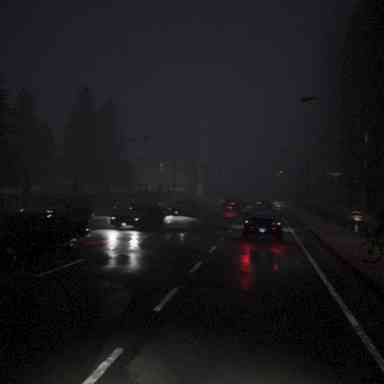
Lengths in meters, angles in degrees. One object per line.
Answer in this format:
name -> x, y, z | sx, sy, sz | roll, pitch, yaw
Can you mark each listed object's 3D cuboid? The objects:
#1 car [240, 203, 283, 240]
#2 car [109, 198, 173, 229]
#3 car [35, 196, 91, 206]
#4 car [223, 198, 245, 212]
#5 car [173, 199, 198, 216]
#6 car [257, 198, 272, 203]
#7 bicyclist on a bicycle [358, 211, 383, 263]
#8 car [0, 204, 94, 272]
car -> 3.682, 1.532, 17.222 | 1.812, 1.442, 4.674 | 2, 0, 13
car -> -3.020, 1.320, 20.175 | 2.033, 1.411, 5.357 | 2, 0, 12
car -> -7.128, 1.009, 17.761 | 2.097, 1.767, 4.553 | 2, 0, 13
car -> 4.616, 1.410, 37.645 | 1.837, 1.490, 4.892 | 2, 0, 13
car -> -0.720, 1.328, 30.530 | 2.033, 1.411, 5.357 | 2, 0, 13
car -> 9.567, 1.550, 43.868 | 1.812, 1.442, 4.674 | 2, 0, 12
bicyclist on a bicycle -> 6.043, 1.429, 10.266 | 1.656, 1.620, 0.582 | 2, 0, 12
car -> -5.190, 1.314, 10.345 | 2.033, 1.411, 5.357 | 2, 0, 12
